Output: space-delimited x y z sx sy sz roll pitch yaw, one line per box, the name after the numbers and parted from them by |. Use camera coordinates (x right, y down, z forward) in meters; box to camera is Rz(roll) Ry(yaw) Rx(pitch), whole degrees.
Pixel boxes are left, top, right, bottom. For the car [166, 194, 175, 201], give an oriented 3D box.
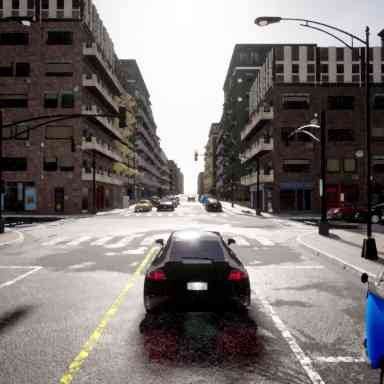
-5.829 1.484 90.755 1.967 1.590 4.097 1 0 0 | car

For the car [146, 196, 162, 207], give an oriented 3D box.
-5.762 1.461 51.257 1.967 1.590 4.097 1 0 0 | car

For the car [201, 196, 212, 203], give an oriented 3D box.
2.626 1.569 45.628 2.008 1.369 4.403 1 0 0 | car

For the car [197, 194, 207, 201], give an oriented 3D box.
2.563 1.355 85.126 2.192 1.841 5.009 1 0 0 | car

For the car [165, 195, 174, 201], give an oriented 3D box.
-5.821 1.590 85.112 2.008 1.369 4.403 1 0 0 | car

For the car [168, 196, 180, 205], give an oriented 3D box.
-3.171 1.503 60.059 1.882 1.535 5.008 0 0 0 | car

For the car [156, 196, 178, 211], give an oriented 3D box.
-3.168 1.579 40.966 1.994 1.385 4.181 0 0 0 | car

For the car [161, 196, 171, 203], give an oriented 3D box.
-5.802 1.577 73.827 1.887 1.381 4.507 1 0 0 | car

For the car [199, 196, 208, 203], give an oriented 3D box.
2.577 1.615 73.841 1.802 1.307 4.206 1 0 0 | car

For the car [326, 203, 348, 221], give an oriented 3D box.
13.594 1.609 28.189 4.097 1.590 1.967 0 -1 1 | car

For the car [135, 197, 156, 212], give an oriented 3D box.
-5.743 1.541 39.801 1.752 1.417 4.829 1 0 0 | car

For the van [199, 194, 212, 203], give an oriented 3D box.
2.610 1.364 56.913 1.690 1.788 3.998 1 0 0 | van

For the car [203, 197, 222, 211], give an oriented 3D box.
2.635 1.581 39.986 1.947 1.339 4.313 1 0 0 | car

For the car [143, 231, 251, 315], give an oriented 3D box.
0.088 1.566 7.642 1.994 1.385 4.181 0 0 0 | car

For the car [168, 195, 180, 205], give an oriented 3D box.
-3.180 1.497 49.683 1.882 1.535 5.008 0 0 0 | car

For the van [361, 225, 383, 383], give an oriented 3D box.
2.670 1.342 2.039 1.690 1.788 3.998 1 0 0 | van

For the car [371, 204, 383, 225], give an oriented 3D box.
13.505 1.583 19.808 4.313 1.339 1.947 0 -1 1 | car

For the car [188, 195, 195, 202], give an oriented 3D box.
-0.136 1.562 80.516 2.128 1.511 4.902 0 0 0 | car

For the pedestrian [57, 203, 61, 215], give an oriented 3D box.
-12.592 1.598 31.395 0.500 1.100 0.500 0 -1 1 | pedestrian

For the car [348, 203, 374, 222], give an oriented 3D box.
15.065 1.635 25.581 4.892 1.490 1.837 0 -1 0 | car

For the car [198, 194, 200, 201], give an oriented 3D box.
2.588 1.555 68.369 1.752 1.417 4.829 1 0 0 | car
